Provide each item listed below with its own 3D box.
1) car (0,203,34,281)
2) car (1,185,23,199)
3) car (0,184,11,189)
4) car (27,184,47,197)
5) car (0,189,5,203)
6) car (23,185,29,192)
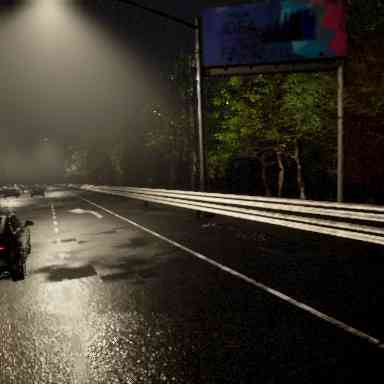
[{"bbox_3d":[-5.284,1.275,8.553,1.837,1.490,4.892,-4,3,-23],"label":"car"},{"bbox_3d":[-27.522,0.172,50.957,1.812,1.442,4.674,-4,3,-23],"label":"car"},{"bbox_3d":[-37.781,-0.263,65.773,2.097,1.767,4.553,-4,3,-23],"label":"car"},{"bbox_3d":[-24.277,-0.001,52.265,2.033,1.411,5.357,-4,3,-23],"label":"car"},{"bbox_3d":[-18.200,0.799,29.505,1.812,1.442,4.674,-4,3,-23],"label":"car"},{"bbox_3d":[-42.557,-0.836,85.555,1.837,1.490,4.892,-4,3,-23],"label":"car"}]
